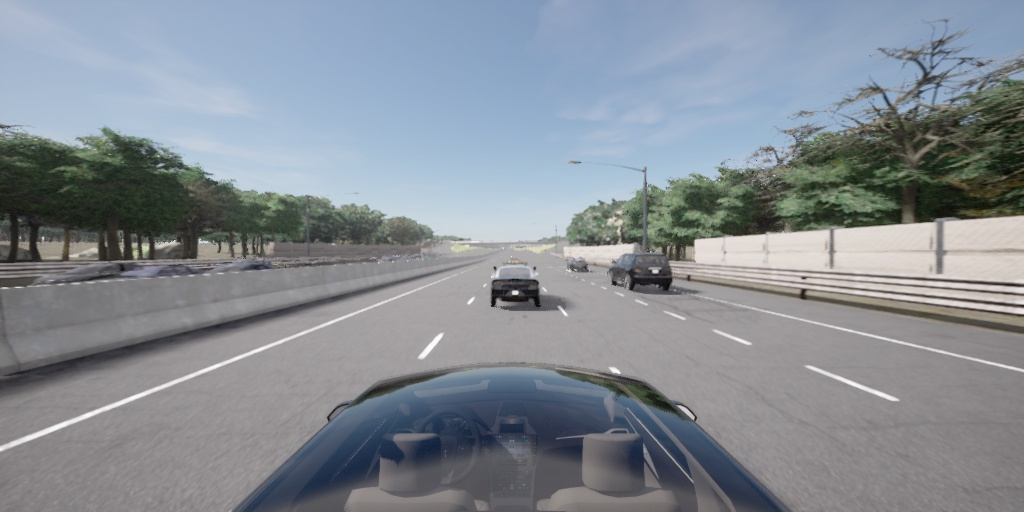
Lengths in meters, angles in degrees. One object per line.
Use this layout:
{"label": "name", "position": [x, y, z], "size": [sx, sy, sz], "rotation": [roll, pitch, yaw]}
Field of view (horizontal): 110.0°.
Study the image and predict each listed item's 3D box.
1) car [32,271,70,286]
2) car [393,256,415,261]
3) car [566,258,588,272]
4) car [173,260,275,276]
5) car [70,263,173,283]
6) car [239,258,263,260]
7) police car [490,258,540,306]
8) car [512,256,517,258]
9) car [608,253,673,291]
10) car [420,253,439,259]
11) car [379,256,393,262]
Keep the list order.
{"label": "car", "position": [-21.057, 1.112, 18.503], "size": [1.837, 1.490, 4.892], "rotation": [0, 0, 0]}
{"label": "car", "position": [-17.199, 0.760, 58.493], "size": [1.837, 1.490, 4.892], "rotation": [0, 1, 1]}
{"label": "car", "position": [7.254, 0.919, 40.239], "size": [2.128, 1.511, 4.902], "rotation": [0, 0, 1]}
{"label": "car", "position": [-14.057, 1.115, 18.413], "size": [1.837, 1.490, 4.892], "rotation": [0, 0, 0]}
{"label": "car", "position": [-17.565, 1.161, 17.843], "size": [2.033, 1.411, 5.357], "rotation": [0, 0, 0]}
{"label": "car", "position": [-24.467, 0.971, 33.277], "size": [2.128, 1.511, 4.902], "rotation": [0, 0, 1]}
{"label": "police car", "position": [0.122, 1.066, 15.212], "size": [1.930, 1.638, 5.238], "rotation": [0, 0, 0]}
{"label": "car", "position": [0.302, 0.823, 46.846], "size": [1.801, 1.575, 5.366], "rotation": [0, 1, 1]}
{"label": "car", "position": [7.135, 0.823, 20.463], "size": [2.150, 2.045, 5.566], "rotation": [0, 1, 1]}
{"label": "car", "position": [-13.676, 0.475, 59.780], "size": [2.150, 2.045, 5.566], "rotation": [0, 1, 1]}
{"label": "car", "position": [-20.669, 0.737, 59.884], "size": [2.128, 1.511, 4.902], "rotation": [0, 1, 1]}
